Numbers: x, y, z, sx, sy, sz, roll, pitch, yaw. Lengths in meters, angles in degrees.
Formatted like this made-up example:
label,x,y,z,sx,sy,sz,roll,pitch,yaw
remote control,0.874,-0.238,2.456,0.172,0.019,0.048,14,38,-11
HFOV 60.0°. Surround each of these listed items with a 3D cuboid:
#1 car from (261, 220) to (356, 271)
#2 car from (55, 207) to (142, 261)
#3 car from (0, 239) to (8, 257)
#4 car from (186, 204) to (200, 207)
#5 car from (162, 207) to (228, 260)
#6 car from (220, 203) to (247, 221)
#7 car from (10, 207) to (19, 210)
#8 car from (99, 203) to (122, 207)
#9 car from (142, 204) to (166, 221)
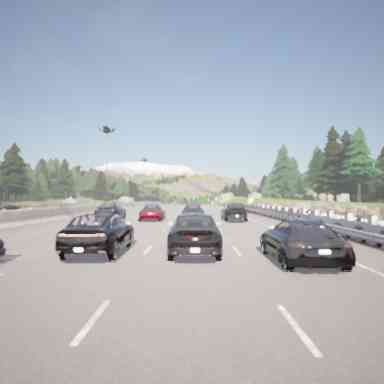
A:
label,x,y,z,sx,sy,sz,roll,pitch,yaw
car,3.594,1.599,11.001,1.994,1.385,4.181,0,0,0
car,-3.407,1.533,12.404,2.128,1.511,4.902,0,0,0
car,-6.905,1.574,8.326,2.033,1.411,5.357,0,0,0
car,0.082,1.752,29.304,1.994,1.385,4.181,0,-1,0
car,0.093,1.547,12.596,1.837,1.490,4.892,0,0,0
car,3.583,1.684,28.720,1.837,1.490,4.892,0,-1,0
car,-17.613,1.691,30.156,2.128,1.511,4.902,0,-1,0
car,-6.917,1.669,28.582,2.128,1.511,4.902,0,-1,0
car,-3.418,1.748,29.025,1.994,1.385,4.181,0,-1,0
